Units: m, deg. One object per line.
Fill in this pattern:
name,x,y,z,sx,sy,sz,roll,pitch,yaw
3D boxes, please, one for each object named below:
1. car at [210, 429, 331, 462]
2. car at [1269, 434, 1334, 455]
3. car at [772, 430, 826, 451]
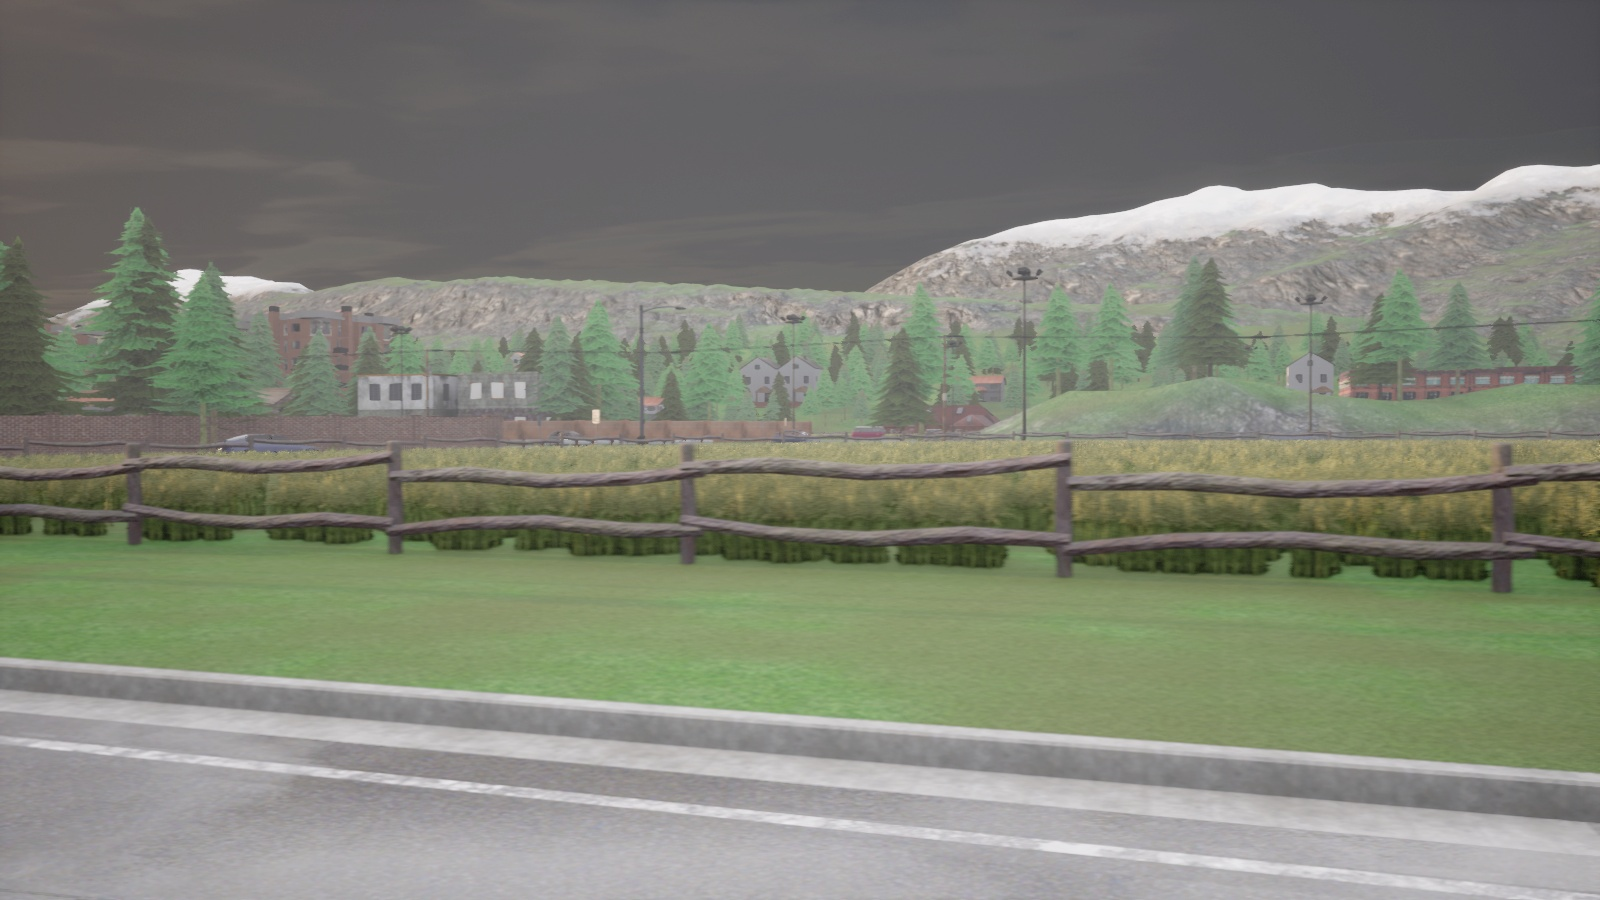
car,-25.045,-0.221,59.506,2.163,1.488,4.792,1,1,42
car,35.620,-0.406,89.332,4.181,1.385,1.994,1,1,18
car,-0.062,-0.697,93.781,3.705,1.549,1.789,0,1,18
